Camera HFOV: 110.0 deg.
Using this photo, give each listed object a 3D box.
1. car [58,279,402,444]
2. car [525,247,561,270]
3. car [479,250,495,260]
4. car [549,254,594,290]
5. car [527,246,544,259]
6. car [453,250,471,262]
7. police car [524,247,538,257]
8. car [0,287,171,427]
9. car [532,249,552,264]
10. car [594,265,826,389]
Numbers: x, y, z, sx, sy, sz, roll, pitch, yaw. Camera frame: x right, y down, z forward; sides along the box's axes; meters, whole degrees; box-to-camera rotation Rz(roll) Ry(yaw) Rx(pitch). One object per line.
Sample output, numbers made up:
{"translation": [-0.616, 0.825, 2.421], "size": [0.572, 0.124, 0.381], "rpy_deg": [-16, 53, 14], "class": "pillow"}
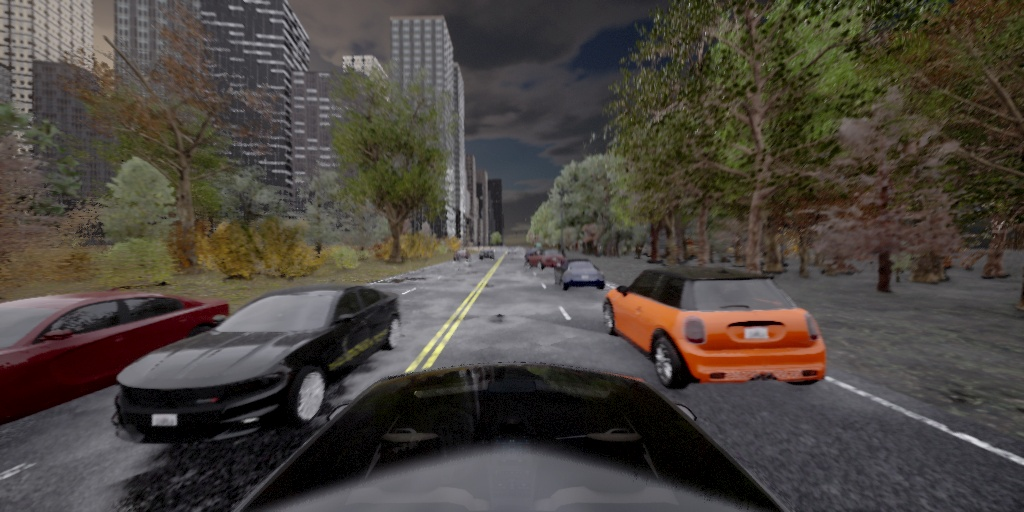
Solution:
{"translation": [-3.365, 1.236, 5.959], "size": [1.882, 1.535, 5.008], "rpy_deg": [-1, 2, 0], "class": "car"}
{"translation": [2.693, 0.193, 29.725], "size": [2.097, 1.767, 4.553], "rpy_deg": [-2, 2, -16], "class": "car"}
{"translation": [-3.301, -0.173, 48.037], "size": [1.994, 1.385, 4.181], "rpy_deg": [0, -3, 1], "class": "car"}
{"translation": [3.230, 0.821, 17.878], "size": [1.994, 1.385, 4.181], "rpy_deg": [-2, 2, 0], "class": "car"}
{"translation": [3.280, -0.521, 50.844], "size": [2.097, 1.767, 4.553], "rpy_deg": [0, 2, 0], "class": "car"}
{"translation": [-6.576, -0.067, 47.472], "size": [1.812, 1.442, 4.674], "rpy_deg": [-7, -1, 1], "class": "car"}
{"translation": [3.262, -0.691, 61.884], "size": [2.038, 1.542, 4.974], "rpy_deg": [-1, 2, 0], "class": "police car"}
{"translation": [-6.616, 1.312, 5.179], "size": [1.882, 1.535, 5.008], "rpy_deg": [-1, 2, 0], "class": "car"}
{"translation": [3.273, 0.019, 39.879], "size": [1.812, 1.442, 4.674], "rpy_deg": [0, 2, 0], "class": "car"}
{"translation": [3.216, 0.963, 6.842], "size": [2.097, 1.767, 4.553], "rpy_deg": [-2, 2, 0], "class": "car"}
